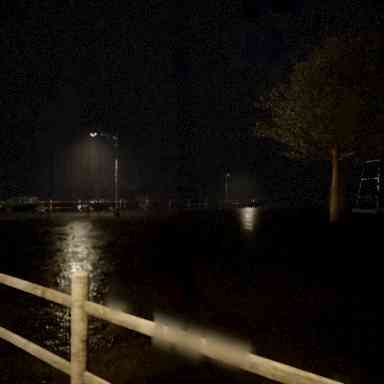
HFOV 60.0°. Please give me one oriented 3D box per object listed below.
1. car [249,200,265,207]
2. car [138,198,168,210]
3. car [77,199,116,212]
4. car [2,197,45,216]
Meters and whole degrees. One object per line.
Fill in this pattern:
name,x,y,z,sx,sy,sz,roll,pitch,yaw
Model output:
car,12.900,2.211,65.685,1.994,1.385,4.181,-1,-2,36
car,-5.405,1.572,46.413,2.097,1.767,4.553,-1,-2,36
car,-10.990,1.546,38.594,2.128,1.511,4.902,-1,-2,36
car,-16.301,1.257,31.166,2.097,1.767,4.553,-1,-1,35
